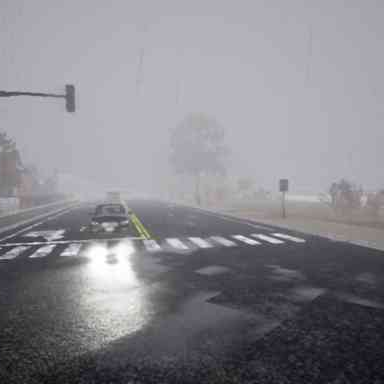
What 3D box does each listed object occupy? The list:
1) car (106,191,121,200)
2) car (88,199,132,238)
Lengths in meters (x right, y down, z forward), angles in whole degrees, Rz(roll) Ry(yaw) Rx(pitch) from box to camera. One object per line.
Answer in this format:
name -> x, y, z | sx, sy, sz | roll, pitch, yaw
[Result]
car -> -13.200, 0.866, 55.864 | 2.150, 2.045, 5.566 | -1, 0, -13
car -> -4.195, 1.370, 17.106 | 2.128, 1.511, 4.902 | -1, 1, -13
